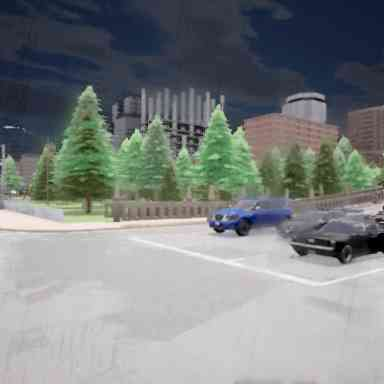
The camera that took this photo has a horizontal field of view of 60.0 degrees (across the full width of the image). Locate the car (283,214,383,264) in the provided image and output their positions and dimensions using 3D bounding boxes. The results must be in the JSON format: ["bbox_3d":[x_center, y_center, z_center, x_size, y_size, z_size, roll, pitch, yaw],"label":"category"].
[{"bbox_3d":[5.808,1.720,12.427,4.718,1.301,1.895,1,0,-35],"label":"car"}]

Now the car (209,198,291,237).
[{"bbox_3d":[3.614,1.365,19.459,5.566,2.045,2.150,1,0,-35],"label":"car"}]

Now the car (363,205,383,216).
[{"bbox_3d":[13.750,1.718,22.380,4.181,1.385,1.994,-1,1,-36],"label":"car"}]

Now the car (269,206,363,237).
[{"bbox_3d":[6.510,1.656,17.214,4.892,1.490,1.837,1,0,-35],"label":"car"}]
